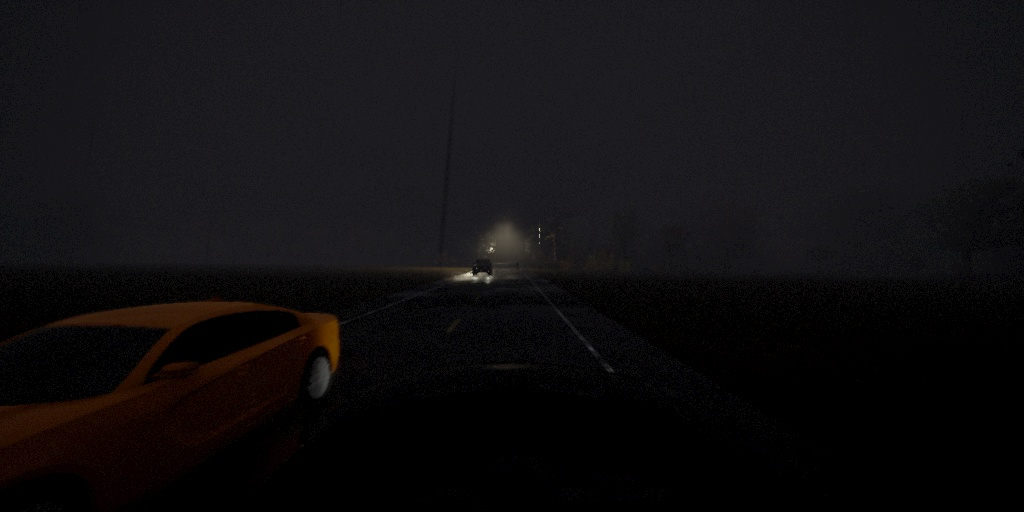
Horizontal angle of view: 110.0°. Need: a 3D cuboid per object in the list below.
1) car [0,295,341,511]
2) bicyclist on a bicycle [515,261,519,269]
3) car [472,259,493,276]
[{"bbox_3d":[-3.599,1.244,3.534,1.882,1.535,5.008,0,-1,0],"label":"car"},{"bbox_3d":[0.982,1.759,61.703,0.582,1.620,1.656,0,-1,0],"label":"bicyclist on a bicycle"},{"bbox_3d":[-3.565,1.362,44.059,2.150,2.045,5.566,0,-1,0],"label":"car"}]
